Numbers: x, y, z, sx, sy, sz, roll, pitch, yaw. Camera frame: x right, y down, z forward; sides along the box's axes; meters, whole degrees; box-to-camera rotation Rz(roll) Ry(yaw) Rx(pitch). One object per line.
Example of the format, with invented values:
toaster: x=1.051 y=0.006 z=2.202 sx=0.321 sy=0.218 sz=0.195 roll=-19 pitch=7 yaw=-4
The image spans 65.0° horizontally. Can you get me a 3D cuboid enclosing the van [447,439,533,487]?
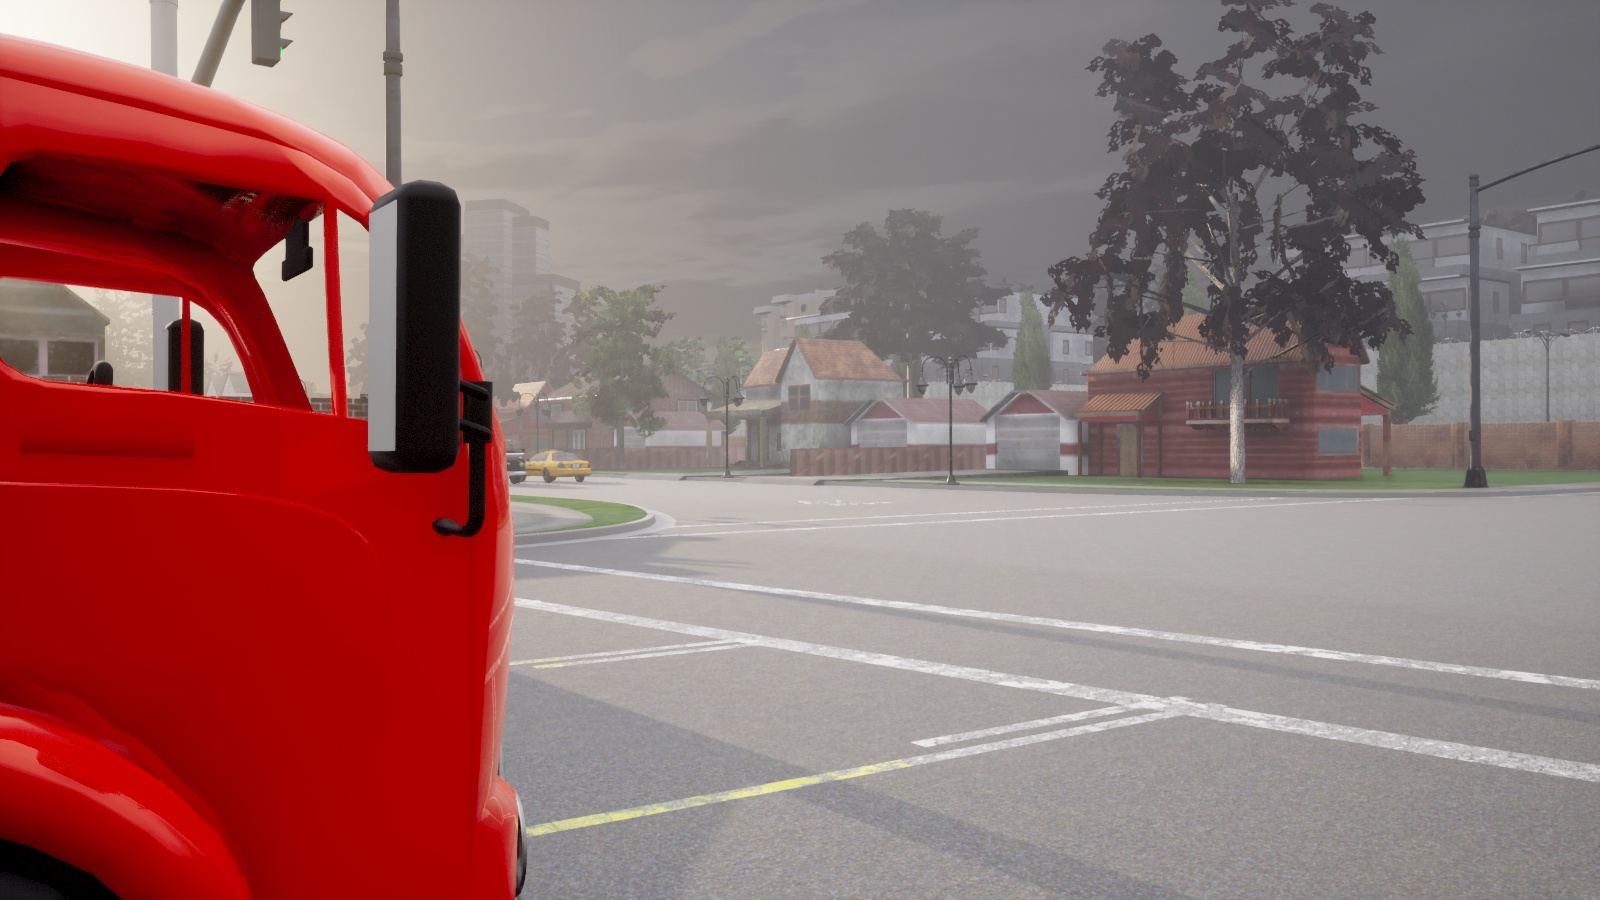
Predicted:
van: x=-13.677 y=0.545 z=55.268 sx=2.069 sy=2.038 sz=4.480 roll=-1 pitch=0 yaw=-36

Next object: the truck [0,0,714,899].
truck: x=-3.027 y=0.263 z=1.582 sx=5.204 sy=2.467 sz=2.627 roll=0 pitch=0 yaw=-34

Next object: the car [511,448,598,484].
car: x=-11.426 y=0.728 z=58.117 sx=1.801 sy=1.575 sz=5.366 roll=-1 pitch=0 yaw=-36
